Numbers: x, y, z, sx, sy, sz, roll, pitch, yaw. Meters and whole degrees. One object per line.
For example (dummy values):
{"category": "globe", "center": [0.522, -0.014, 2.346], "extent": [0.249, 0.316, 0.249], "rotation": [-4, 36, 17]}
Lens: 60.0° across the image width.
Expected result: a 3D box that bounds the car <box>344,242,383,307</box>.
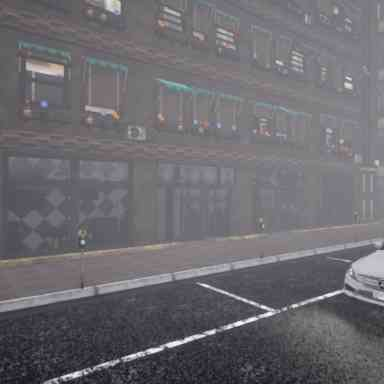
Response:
{"category": "car", "center": [5.165, 1.525, 7.083], "extent": [4.674, 1.442, 1.812], "rotation": [0, 0, -36]}
